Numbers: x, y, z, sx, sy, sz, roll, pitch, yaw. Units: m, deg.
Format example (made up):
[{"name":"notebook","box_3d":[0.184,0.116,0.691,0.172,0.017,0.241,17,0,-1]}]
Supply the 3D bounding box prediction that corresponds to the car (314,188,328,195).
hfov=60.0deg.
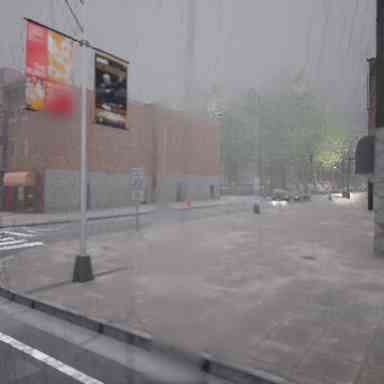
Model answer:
[{"name":"car","box_3d":[25.372,-0.131,67.218,2.008,1.369,4.403,2,3,35]}]

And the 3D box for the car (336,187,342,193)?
[{"name":"car","box_3d":[32.705,-0.388,77.444,1.947,1.339,4.313,2,3,35]}]

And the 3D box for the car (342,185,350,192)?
[{"name":"car","box_3d":[39.036,-0.599,86.315,1.802,1.307,4.206,2,2,35]}]

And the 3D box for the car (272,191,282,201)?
[{"name":"car","box_3d":[12.246,0.491,44.435,1.994,1.385,4.181,1,2,36]}]

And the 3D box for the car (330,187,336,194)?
[{"name":"car","box_3d":[29.539,-0.286,73.009,2.008,1.369,4.403,2,3,35]}]

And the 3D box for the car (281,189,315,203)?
[{"name":"car","box_3d":[13.039,0.609,40.808,1.895,1.301,4.718,1,2,37]}]
